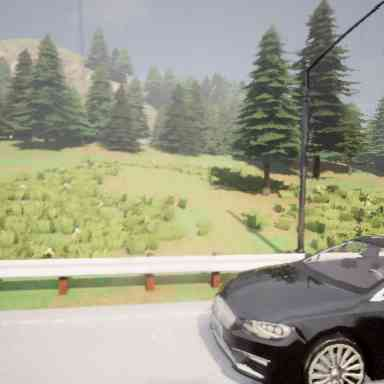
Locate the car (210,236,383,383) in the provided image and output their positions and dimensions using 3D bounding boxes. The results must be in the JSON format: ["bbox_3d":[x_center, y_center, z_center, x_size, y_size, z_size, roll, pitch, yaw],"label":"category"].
[{"bbox_3d":[2.715,1.387,4.436,4.902,1.511,2.128,1,2,-11],"label":"car"}]
